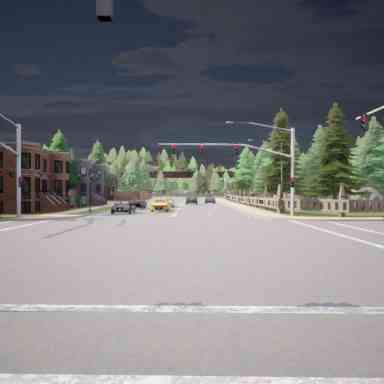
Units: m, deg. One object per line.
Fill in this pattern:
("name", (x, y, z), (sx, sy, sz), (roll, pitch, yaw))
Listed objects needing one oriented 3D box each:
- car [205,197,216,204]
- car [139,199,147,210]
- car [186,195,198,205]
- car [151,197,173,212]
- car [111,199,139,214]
("car", (3.545, 1.564, 65.183), (1.994, 1.385, 4.181), (0, 0, 0))
("car", (-7.124, 1.601, 43.587), (1.895, 1.301, 4.718), (0, 0, 0))
("car", (-0.052, 1.352, 60.203), (2.097, 1.767, 4.553), (0, 0, 0))
("car", (-3.627, 1.478, 38.810), (1.882, 1.535, 5.008), (0, 0, 0))
("car", (-7.127, 1.564, 34.835), (1.994, 1.385, 4.181), (0, 0, 0))
